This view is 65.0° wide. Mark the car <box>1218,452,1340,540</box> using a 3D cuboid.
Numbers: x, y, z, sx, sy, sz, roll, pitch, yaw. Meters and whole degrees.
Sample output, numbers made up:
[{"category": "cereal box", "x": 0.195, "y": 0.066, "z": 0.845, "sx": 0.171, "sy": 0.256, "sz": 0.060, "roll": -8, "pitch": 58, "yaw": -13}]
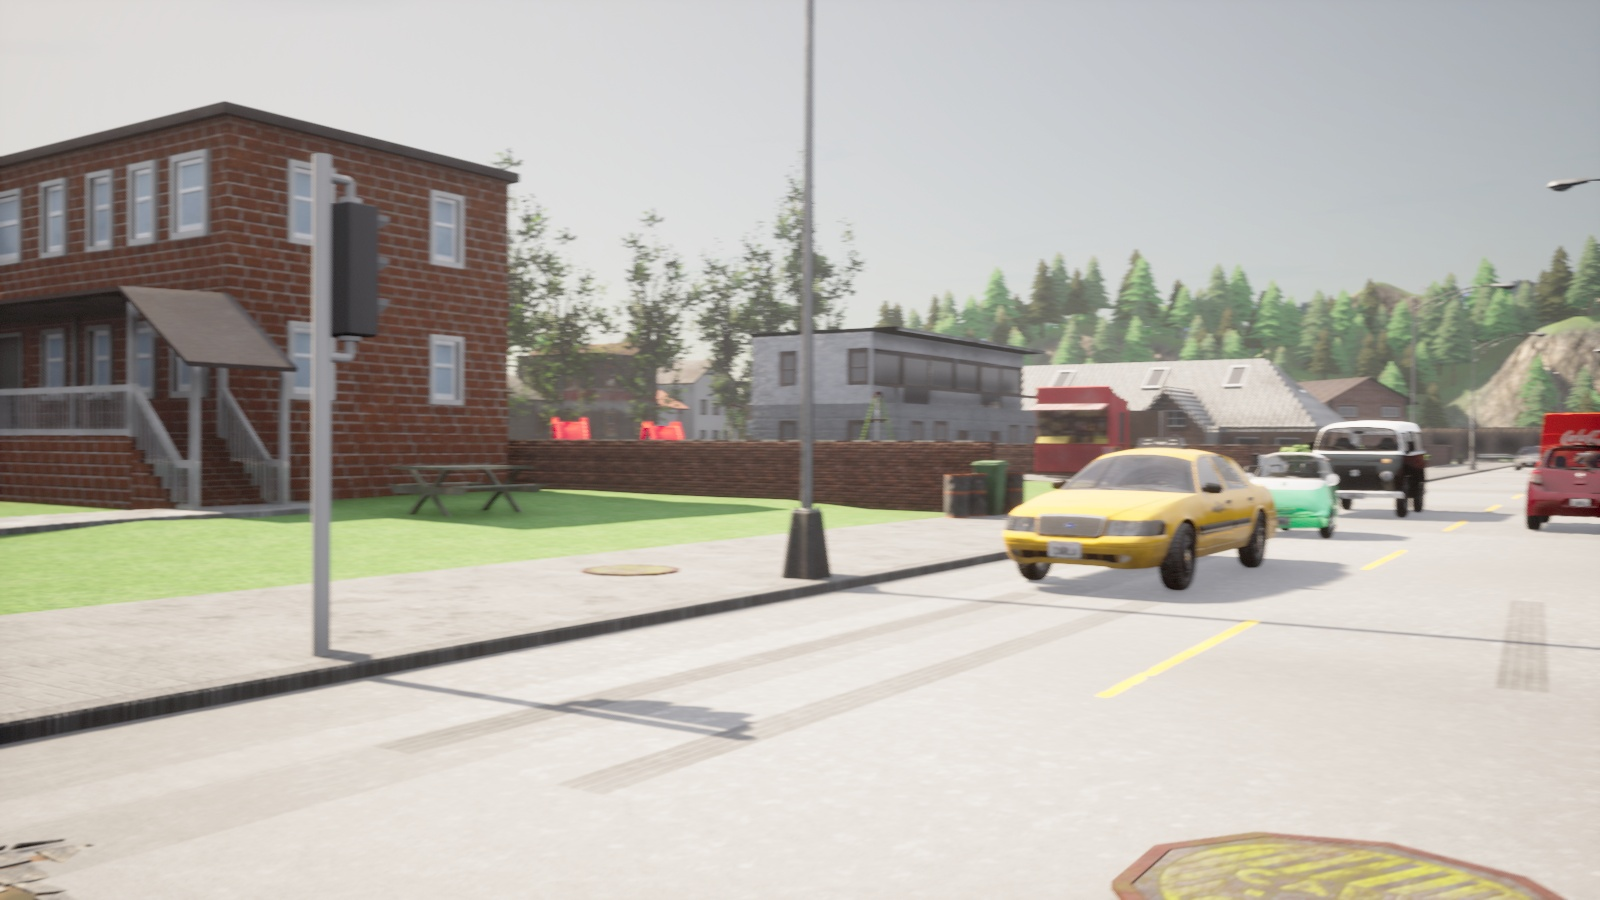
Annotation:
[{"category": "car", "x": 8.039, "y": 0.726, "z": 21.014, "sx": 1.481, "sy": 1.376, "sz": 2.207, "roll": 1, "pitch": 0, "yaw": 33}]

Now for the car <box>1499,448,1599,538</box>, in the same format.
[{"category": "car", "x": 13.973, "y": 0.713, "z": 22.921, "sx": 1.845, "sy": 1.501, "sz": 3.633, "roll": 1, "pitch": 0, "yaw": 33}]

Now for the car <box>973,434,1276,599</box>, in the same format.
[{"category": "car", "x": 4.007, "y": 0.622, "z": 14.688, "sx": 1.801, "sy": 1.575, "sz": 5.366, "roll": 1, "pitch": 0, "yaw": 33}]

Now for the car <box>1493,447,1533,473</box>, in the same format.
[{"category": "car", "x": 43.083, "y": 0.584, "z": 75.864, "sx": 1.845, "sy": 1.501, "sz": 3.633, "roll": 1, "pitch": 0, "yaw": 33}]

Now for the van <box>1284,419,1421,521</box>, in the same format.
[{"category": "van", "x": 12.139, "y": 0.383, "z": 27.441, "sx": 2.069, "sy": 2.038, "sz": 4.480, "roll": 1, "pitch": 0, "yaw": 32}]

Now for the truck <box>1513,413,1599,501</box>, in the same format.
[{"category": "truck", "x": 23.060, "y": 0.184, "z": 37.504, "sx": 2.627, "sy": 2.467, "sz": 5.204, "roll": 1, "pitch": 0, "yaw": 35}]
